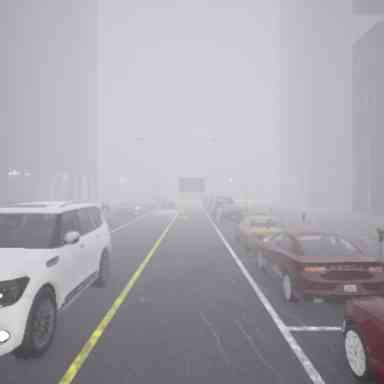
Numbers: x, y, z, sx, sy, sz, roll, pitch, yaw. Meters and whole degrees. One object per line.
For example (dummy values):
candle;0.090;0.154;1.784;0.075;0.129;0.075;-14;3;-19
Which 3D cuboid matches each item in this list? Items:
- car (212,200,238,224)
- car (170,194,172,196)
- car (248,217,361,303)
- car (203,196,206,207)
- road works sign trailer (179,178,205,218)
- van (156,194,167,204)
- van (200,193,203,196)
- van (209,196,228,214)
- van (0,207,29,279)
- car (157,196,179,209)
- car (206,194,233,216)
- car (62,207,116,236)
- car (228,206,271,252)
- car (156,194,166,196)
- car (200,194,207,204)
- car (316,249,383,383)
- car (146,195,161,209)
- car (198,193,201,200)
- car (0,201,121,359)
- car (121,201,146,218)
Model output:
car;2.769;1.546;24.639;1.887;1.381;4.507;0;0;0
car;-5.772;1.533;68.683;1.752;1.417;4.829;0;0;0
car;2.774;1.545;8.063;1.887;1.381;4.507;0;0;0
car;2.764;1.554;41.216;2.008;1.369;4.403;0;0;0
road works sign trailer;-0.003;0.466;30.632;2.380;3.560;2.880;0;0;0
van;-5.773;1.347;63.329;1.690;1.788;3.998;0;0;0
van;2.758;1.346;57.791;1.690;1.788;3.998;0;0;0
van;2.765;1.344;35.690;1.690;1.788;3.998;0;0;0
van;-5.778;1.341;8.079;1.690;1.788;3.998;0;0;0
car;-3.083;1.604;44.324;1.895;1.301;4.718;0;0;0
car;2.766;1.317;30.164;2.192;1.841;5.009;0;0;0
car;-5.776;1.583;19.129;1.802;1.307;4.206;0;0;0
car;2.772;1.526;13.758;1.752;1.417;4.829;0;0;0
car;-5.773;1.320;57.804;2.192;1.841;5.009;0;0;0
car;2.760;1.444;52.267;1.967;1.590;4.097;0;0;0
car;2.775;1.545;2.537;1.887;1.381;4.507;0;0;0
car;-5.774;1.529;46.584;1.752;1.417;4.829;0;0;0
car;2.756;1.321;63.317;2.192;1.841;5.009;0;0;0
car;-3.091;1.223;6.333;2.150;2.045;5.566;0;0;0
car;-5.775;1.553;30.179;2.008;1.369;4.403;0;0;0
